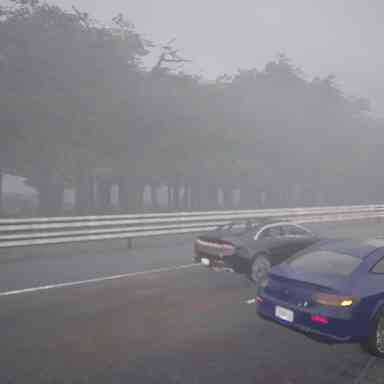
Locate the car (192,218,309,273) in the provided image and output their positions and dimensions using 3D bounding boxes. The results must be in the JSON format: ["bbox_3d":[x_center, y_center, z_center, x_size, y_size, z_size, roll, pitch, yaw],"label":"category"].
[{"bbox_3d":[2.305,1.523,9.687,4.902,1.511,2.128,0,0,-35],"label":"car"}]

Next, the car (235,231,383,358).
[{"bbox_3d":[3.164,1.551,6.011,4.674,1.442,1.812,0,0,-36],"label":"car"}]
